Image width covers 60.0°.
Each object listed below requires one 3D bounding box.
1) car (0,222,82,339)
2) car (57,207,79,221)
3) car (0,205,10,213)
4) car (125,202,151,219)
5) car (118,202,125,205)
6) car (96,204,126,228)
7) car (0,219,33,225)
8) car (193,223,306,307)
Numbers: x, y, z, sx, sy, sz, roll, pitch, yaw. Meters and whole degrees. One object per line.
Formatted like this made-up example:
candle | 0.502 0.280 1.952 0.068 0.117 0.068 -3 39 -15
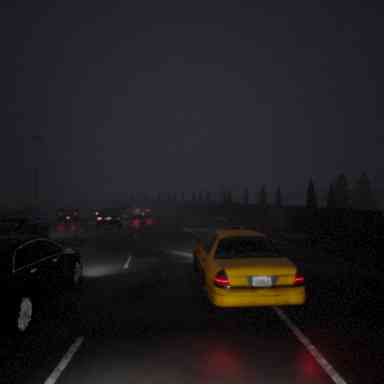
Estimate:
car | -3.679 1.617 6.713 1.837 1.490 4.892 0 0 -3
car | -12.066 2.089 32.624 1.895 1.301 4.718 0 -1 -18
car | -21.069 2.152 36.349 2.033 1.411 5.357 0 -1 -22
car | -5.612 1.995 35.304 1.812 1.442 4.674 0 -1 -19
car | -9.245 2.118 44.851 1.837 1.490 4.892 0 -1 -25
car | -6.332 1.903 25.335 2.033 1.411 5.357 0 -1 -14
car | -7.920 1.843 14.854 1.895 1.301 4.718 0 -1 -8
car | 1.043 1.549 8.300 1.801 1.575 5.366 0 -1 -4
